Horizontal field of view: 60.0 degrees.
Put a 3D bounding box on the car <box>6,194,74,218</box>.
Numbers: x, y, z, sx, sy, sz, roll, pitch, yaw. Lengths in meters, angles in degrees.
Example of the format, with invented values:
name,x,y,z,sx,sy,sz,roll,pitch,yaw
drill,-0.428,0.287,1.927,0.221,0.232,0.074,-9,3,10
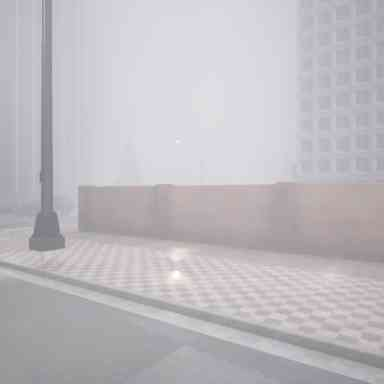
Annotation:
name,x,y,z,sx,sy,sz,roll,pitch,yaw
car,-13.794,1.222,31.177,2.150,2.045,5.566,0,0,35

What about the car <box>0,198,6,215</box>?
name,x,y,z,sx,sy,sz,roll,pitch,yaw
car,-18.403,1.352,30.704,2.097,1.767,4.553,0,0,35
